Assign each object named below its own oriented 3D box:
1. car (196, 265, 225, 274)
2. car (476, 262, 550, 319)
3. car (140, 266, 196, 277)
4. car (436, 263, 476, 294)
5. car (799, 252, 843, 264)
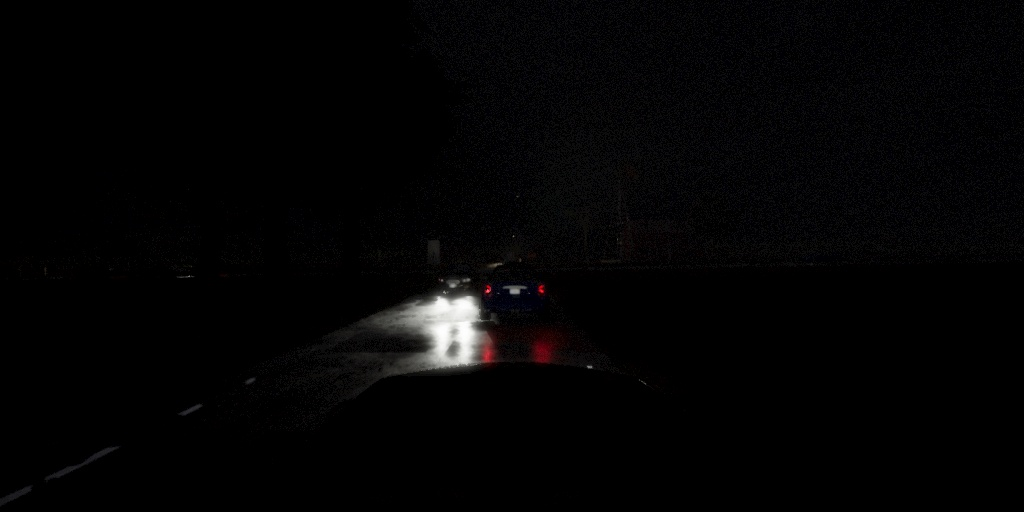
[{"bbox_3d":[-42.233,1.855,49.105,4.892,1.490,1.837,-1,1,0],"label":"car"},{"bbox_3d":[0.087,1.048,12.613,2.097,1.767,4.553,0,0,0],"label":"car"},{"bbox_3d":[-44.773,1.993,46.334,5.357,1.411,2.033,-1,1,1],"label":"car"},{"bbox_3d":[-2.848,1.161,19.682,2.128,1.511,4.902,0,0,0],"label":"car"},{"bbox_3d":[41.926,0.205,48.725,5.008,1.535,1.882,-1,1,1],"label":"car"}]
